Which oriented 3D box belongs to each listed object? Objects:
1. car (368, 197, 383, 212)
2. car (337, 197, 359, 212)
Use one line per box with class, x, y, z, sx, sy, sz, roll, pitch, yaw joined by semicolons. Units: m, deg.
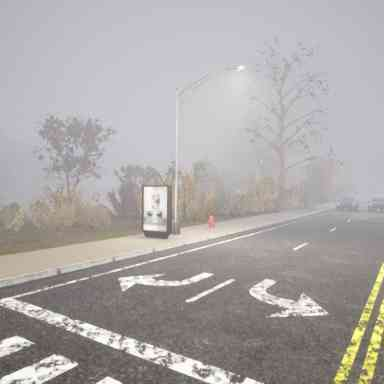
car;21.463;1.393;38.137;2.097;1.767;4.553;0;0;30
car;18.659;1.390;39.780;2.097;1.767;4.553;0;0;30
